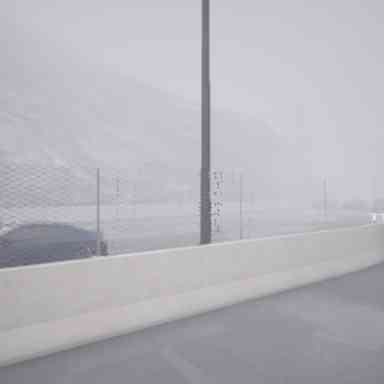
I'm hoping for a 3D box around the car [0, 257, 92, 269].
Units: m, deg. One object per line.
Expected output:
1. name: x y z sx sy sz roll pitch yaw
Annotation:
1. car: -4.709 1.548 9.309 4.674 1.442 1.812 0 0 -36
